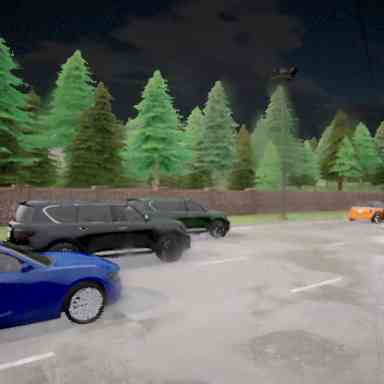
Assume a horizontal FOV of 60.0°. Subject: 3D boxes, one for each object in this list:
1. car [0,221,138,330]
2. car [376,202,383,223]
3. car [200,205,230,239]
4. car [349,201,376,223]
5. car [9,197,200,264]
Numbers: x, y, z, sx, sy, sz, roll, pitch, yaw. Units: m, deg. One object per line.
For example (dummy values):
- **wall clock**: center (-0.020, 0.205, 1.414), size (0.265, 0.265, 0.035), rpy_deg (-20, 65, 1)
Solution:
- **car**: center (-3.633, 1.478, 5.455), size (5.008, 1.535, 1.882), rpy_deg (1, 0, -36)
- **car**: center (15.649, 1.404, 23.516), size (5.566, 2.045, 2.150), rpy_deg (0, 0, -36)
- **car**: center (-0.697, 1.281, 16.149), size (5.566, 2.045, 2.150), rpy_deg (1, 0, -36)
- **car**: center (14.899, 1.545, 27.279), size (4.553, 1.767, 2.097), rpy_deg (0, 0, -36)
- **car**: center (-2.695, 1.247, 10.423), size (5.566, 2.045, 2.150), rpy_deg (1, 0, -36)
